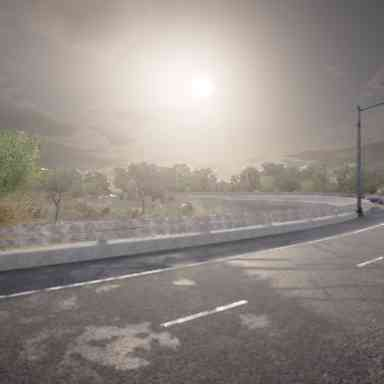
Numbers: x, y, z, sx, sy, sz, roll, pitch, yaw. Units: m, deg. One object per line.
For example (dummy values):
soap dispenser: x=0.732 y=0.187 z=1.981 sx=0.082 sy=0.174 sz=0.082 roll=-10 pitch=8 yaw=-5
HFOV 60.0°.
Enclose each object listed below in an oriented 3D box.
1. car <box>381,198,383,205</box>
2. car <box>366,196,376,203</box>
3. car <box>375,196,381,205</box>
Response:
car: x=34.577 y=1.688 z=57.156 sx=1.837 sy=1.490 sz=4.892 roll=0 pitch=0 yaw=19
car: x=38.329 y=1.550 z=70.324 sx=1.882 sy=1.535 sz=5.008 roll=0 pitch=0 yaw=10
car: x=36.100 y=1.789 z=61.628 sx=1.895 sy=1.301 sz=4.718 roll=0 pitch=0 yaw=15
